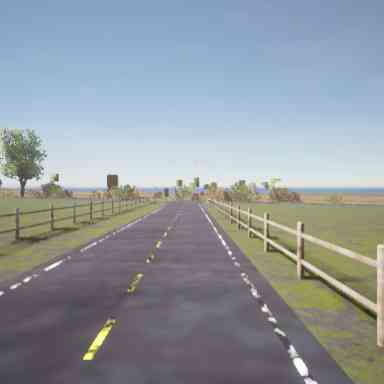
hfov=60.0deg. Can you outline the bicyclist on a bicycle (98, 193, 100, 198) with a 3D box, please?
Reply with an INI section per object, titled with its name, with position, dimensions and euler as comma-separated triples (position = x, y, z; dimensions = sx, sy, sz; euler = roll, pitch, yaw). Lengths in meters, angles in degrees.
[bicyclist on a bicycle]
position = -22.596, 1.009, 80.683
dimensions = 0.582, 1.620, 1.656
euler = 1, 0, 0
